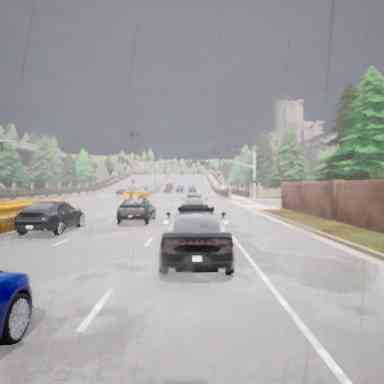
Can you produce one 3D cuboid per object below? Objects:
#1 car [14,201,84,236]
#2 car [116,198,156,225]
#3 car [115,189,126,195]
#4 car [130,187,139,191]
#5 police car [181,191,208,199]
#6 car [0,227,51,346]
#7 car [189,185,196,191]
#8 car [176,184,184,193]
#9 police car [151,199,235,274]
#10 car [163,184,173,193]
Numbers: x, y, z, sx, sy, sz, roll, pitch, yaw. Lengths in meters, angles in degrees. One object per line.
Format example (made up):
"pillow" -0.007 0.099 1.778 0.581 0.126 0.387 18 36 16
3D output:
"car" -6.863 1.201 16.461 1.837 1.490 4.892 0 1 0
"car" -3.360 1.108 20.712 2.128 1.511 4.902 0 1 1
"car" -17.361 -0.022 81.085 1.837 1.490 4.892 0 1 0
"car" -13.861 0.018 81.096 2.033 1.411 5.357 0 1 0
"police car" 0.151 1.004 22.972 1.930 1.638 5.238 0 1 0
"car" -3.393 1.418 3.150 1.882 1.535 5.008 0 0 0
"car" 0.102 -0.782 92.313 2.097 1.767 4.553 0 4 0
"car" -3.398 -0.782 92.301 2.097 1.767 4.553 0 4 0
"police car" 0.123 1.239 10.056 1.930 1.638 5.238 0 1 0
"car" -6.899 -0.622 92.736 1.994 1.385 4.181 0 5 0
